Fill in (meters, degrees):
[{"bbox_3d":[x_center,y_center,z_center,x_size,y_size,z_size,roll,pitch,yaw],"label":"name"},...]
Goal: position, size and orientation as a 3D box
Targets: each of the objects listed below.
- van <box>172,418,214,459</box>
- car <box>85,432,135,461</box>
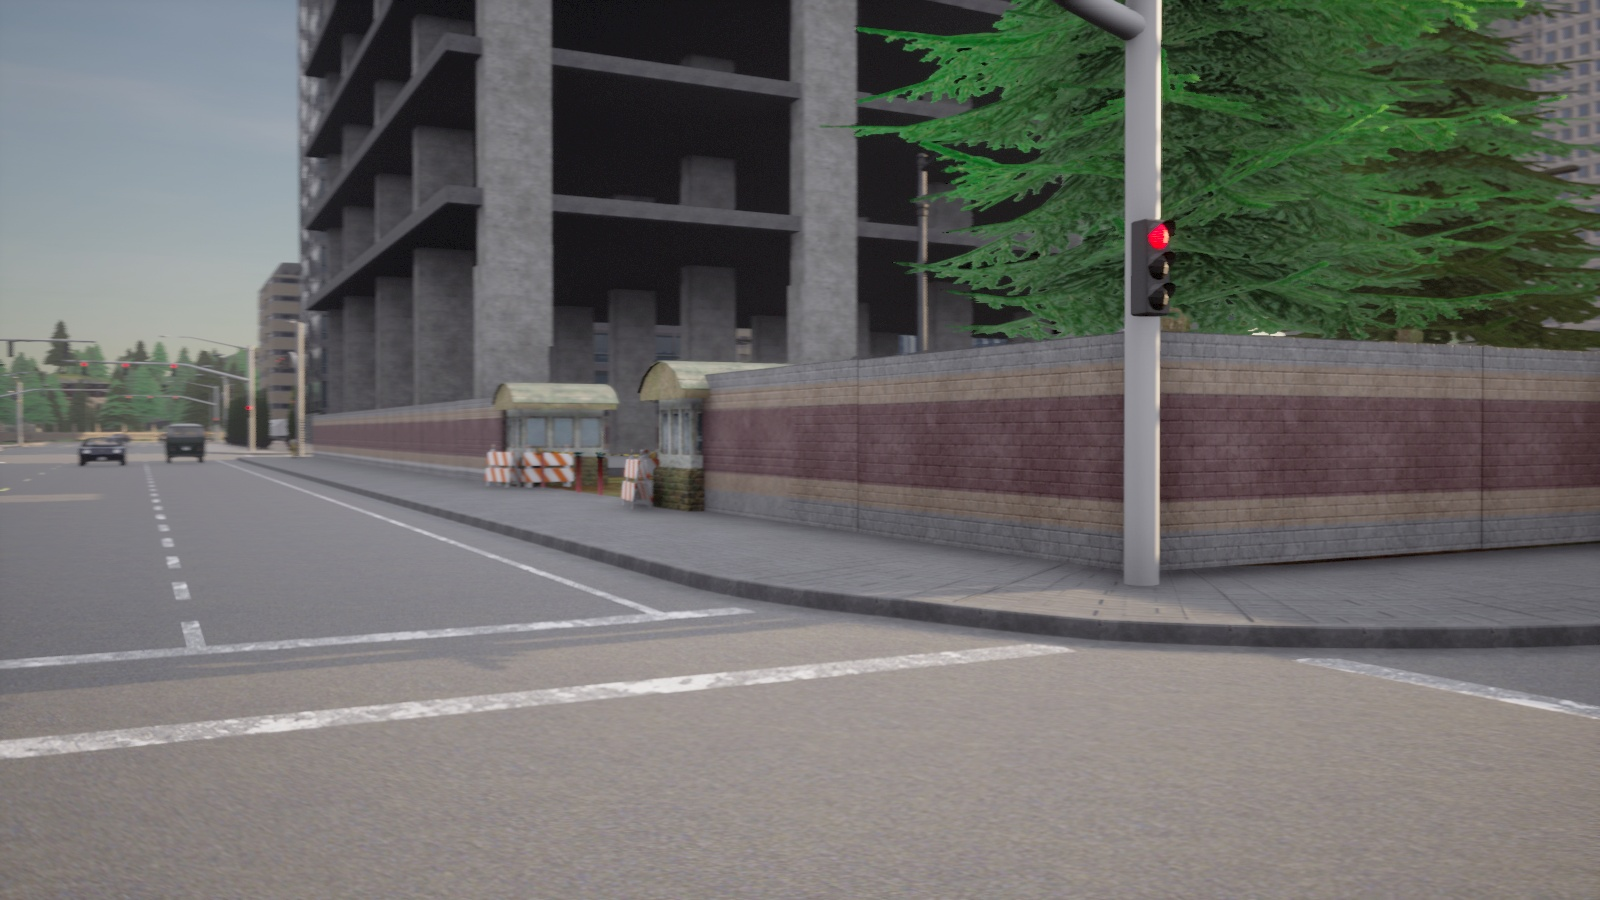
[{"bbox_3d":[-30.748,-0.598,63.533,1.775,1.987,4.442,0,1,-27],"label":"van"},{"bbox_3d":[-31.957,-0.182,58.275,1.895,1.301,4.718,0,1,-27],"label":"car"}]
